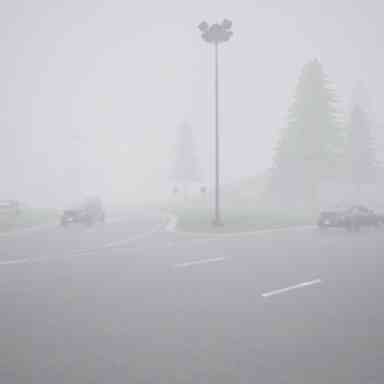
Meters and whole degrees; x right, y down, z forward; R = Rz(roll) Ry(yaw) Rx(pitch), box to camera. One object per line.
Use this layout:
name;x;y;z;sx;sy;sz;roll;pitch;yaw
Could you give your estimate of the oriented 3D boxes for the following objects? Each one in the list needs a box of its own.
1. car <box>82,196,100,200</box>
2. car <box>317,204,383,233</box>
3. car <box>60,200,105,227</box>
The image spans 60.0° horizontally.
car;-11.546;1.271;37.407;2.097;1.767;4.553;0;0;-30
car;8.930;1.405;18.732;4.674;1.442;1.812;0;0;-36
car;-7.268;1.480;22.380;1.812;1.442;4.674;0;0;2
